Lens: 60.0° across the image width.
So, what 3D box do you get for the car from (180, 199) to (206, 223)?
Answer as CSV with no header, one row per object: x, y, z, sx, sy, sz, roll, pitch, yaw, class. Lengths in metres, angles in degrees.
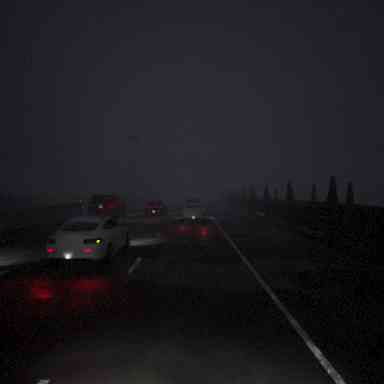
0.098,1.512,25.110,1.812,1.442,4.674,0,0,0,car

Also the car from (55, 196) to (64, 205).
-21.053,1.460,55.186,2.128,1.511,4.902,0,0,0,car

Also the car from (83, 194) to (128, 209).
-6.903,1.206,27.808,2.150,2.045,5.566,0,0,0,car

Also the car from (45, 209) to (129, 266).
-3.402,1.519,11.437,1.812,1.442,4.674,0,0,0,car

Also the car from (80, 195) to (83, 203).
-14.079,1.480,48.017,1.837,1.490,4.892,0,-1,0,car

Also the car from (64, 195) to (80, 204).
-17.565,1.324,51.808,2.097,1.767,4.553,0,0,0,car

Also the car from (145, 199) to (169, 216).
-3.404,1.487,32.076,1.837,1.490,4.892,0,0,0,car
